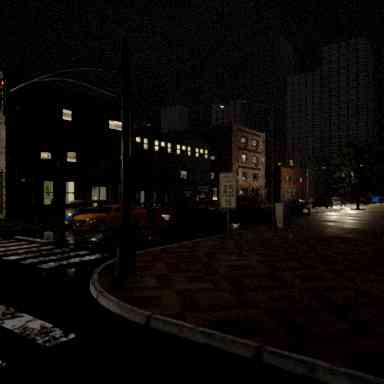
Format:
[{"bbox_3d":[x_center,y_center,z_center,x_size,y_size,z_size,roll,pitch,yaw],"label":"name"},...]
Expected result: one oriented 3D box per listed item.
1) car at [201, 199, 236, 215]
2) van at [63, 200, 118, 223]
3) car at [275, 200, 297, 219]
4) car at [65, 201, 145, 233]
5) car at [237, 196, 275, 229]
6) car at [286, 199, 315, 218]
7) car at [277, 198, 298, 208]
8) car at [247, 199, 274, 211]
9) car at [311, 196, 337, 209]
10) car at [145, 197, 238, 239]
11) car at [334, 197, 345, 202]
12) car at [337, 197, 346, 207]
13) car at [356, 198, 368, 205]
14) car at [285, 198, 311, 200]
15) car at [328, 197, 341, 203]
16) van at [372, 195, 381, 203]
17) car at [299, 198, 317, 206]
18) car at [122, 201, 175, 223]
[{"bbox_3d":[2.915,1.570,36.126,1.967,1.590,4.097,-1,-1,35],"label":"car"},{"bbox_3d":[-6.663,1.414,22.601,1.690,1.788,3.998,-1,0,35],"label":"van"},{"bbox_3d":[6.564,1.616,26.776,1.887,1.381,4.507,-1,-1,35],"label":"car"},{"bbox_3d":[-4.929,1.537,20.565,1.882,1.535,5.008,0,0,35],"label":"car"},{"bbox_3d":[3.370,1.368,22.269,2.192,1.841,5.009,-1,-1,35],"label":"car"},{"bbox_3d":[9.756,1.657,31.284,1.947,1.339,4.313,-1,-1,35],"label":"car"},{"bbox_3d":[15.586,1.742,54.018,1.752,1.417,4.829,-1,-1,35],"label":"car"},{"bbox_3d":[9.300,1.723,45.141,2.008,1.369,4.403,-1,-1,35],"label":"car"},{"bbox_3d":[19.522,1.537,49.550,2.097,1.767,4.553,0,0,35],"label":"car"},{"bbox_3d":[0.177,1.350,17.761,2.192,1.841,5.009,-1,-1,35],"label":"car"},{"bbox_3d":[38.031,1.936,85.715,1.887,1.381,4.507,-1,-1,35],"label":"car"},{"bbox_3d":[25.392,1.829,57.840,1.895,1.301,4.718,0,0,36],"label":"car"},{"bbox_3d":[32.103,1.801,62.841,2.008,1.369,4.403,-1,-1,35],"label":"car"},{"bbox_3d":[15.369,1.778,49.051,2.033,1.411,5.357,0,0,35],"label":"car"},{"bbox_3d":[34.839,1.915,81.207,2.008,1.369,4.403,-1,-1,35],"label":"car"},{"bbox_3d":[44.871,1.694,80.877,1.690,1.788,3.998,-1,-1,35],"label":"van"},{"bbox_3d":[22.070,1.816,63.174,2.008,1.369,4.403,-1,-1,35],"label":"car"},{"bbox_3d":[-3.470,1.531,27.109,1.967,1.590,4.097,-1,-1,35],"label":"car"}]
